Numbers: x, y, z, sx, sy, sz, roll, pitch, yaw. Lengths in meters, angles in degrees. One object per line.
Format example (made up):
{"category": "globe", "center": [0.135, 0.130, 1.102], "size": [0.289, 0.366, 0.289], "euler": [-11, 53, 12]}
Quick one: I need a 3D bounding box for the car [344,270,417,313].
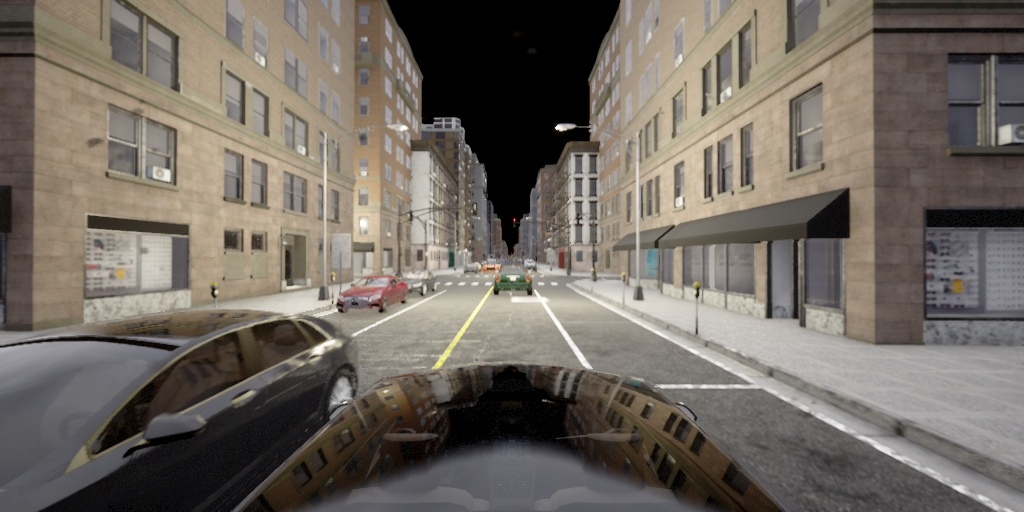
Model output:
{"category": "car", "center": [-5.364, 1.418, 14.337], "size": [1.802, 1.307, 4.207], "euler": [0, 0, 0]}

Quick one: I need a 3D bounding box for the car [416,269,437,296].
{"category": "car", "center": [-5.352, 1.425, 20.018], "size": [2.007, 1.370, 4.403], "euler": [0, 0, 0]}

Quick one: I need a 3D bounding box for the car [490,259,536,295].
{"category": "car", "center": [0.079, 1.233, 20.855], "size": [2.097, 1.767, 4.553], "euler": [0, 0, 1]}

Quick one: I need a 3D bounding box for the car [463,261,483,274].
{"category": "car", "center": [-5.297, 1.606, 46.894], "size": [2.007, 1.370, 4.403], "euler": [0, 0, 0]}

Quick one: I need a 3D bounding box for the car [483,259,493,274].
{"category": "car", "center": [-2.747, 1.418, 48.416], "size": [2.097, 1.767, 4.553], "euler": [0, 0, 0]}

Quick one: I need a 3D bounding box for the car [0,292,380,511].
{"category": "car", "center": [-2.855, 1.263, 2.700], "size": [1.837, 1.490, 4.892], "euler": [0, -1, 0]}
